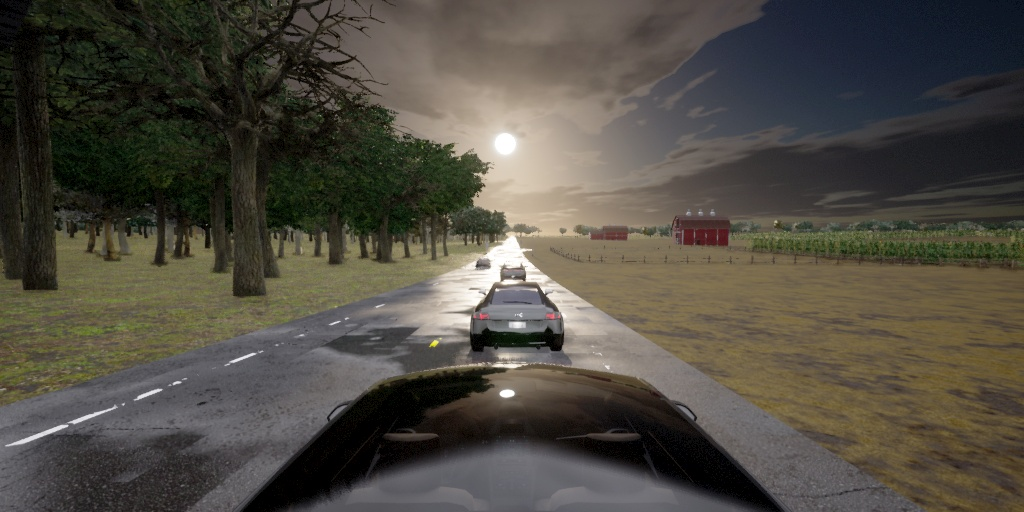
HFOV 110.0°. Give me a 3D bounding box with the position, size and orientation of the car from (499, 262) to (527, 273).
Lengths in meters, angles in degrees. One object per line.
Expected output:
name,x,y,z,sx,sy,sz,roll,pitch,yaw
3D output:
car,0.074,1.168,26.658,2.128,1.511,4.902,0,1,0

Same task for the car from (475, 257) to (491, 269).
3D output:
car,-3.637,0.887,46.231,2.033,1.411,5.357,0,1,0

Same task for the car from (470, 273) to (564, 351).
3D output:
car,0.093,1.307,8.972,1.994,1.385,4.181,0,0,0
